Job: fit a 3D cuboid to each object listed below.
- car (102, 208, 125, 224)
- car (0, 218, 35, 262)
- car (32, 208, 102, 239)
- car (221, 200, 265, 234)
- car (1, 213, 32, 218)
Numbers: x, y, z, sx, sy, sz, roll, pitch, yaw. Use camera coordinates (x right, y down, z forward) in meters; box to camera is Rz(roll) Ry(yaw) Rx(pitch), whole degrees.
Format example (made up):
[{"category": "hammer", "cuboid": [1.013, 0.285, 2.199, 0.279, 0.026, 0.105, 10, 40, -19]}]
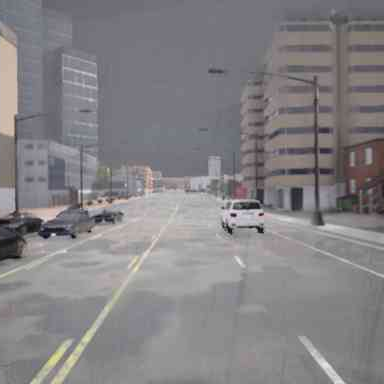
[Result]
[{"category": "car", "cuboid": [-7.533, 2.190, 30.482, 1.895, 1.301, 4.718, -1, -1, -1]}, {"category": "car", "cuboid": [-7.245, 1.791, 10.992, 1.994, 1.385, 4.181, -1, -1, -2]}, {"category": "car", "cuboid": [-7.389, 1.946, 20.374, 2.033, 1.411, 5.357, -1, -1, -1]}, {"category": "car", "cuboid": [3.168, 1.510, 21.465, 2.150, 2.045, 5.566, -1, -1, 0]}, {"category": "car", "cuboid": [-10.903, 2.021, 20.914, 1.994, 1.385, 4.181, -1, -1, -1]}]
